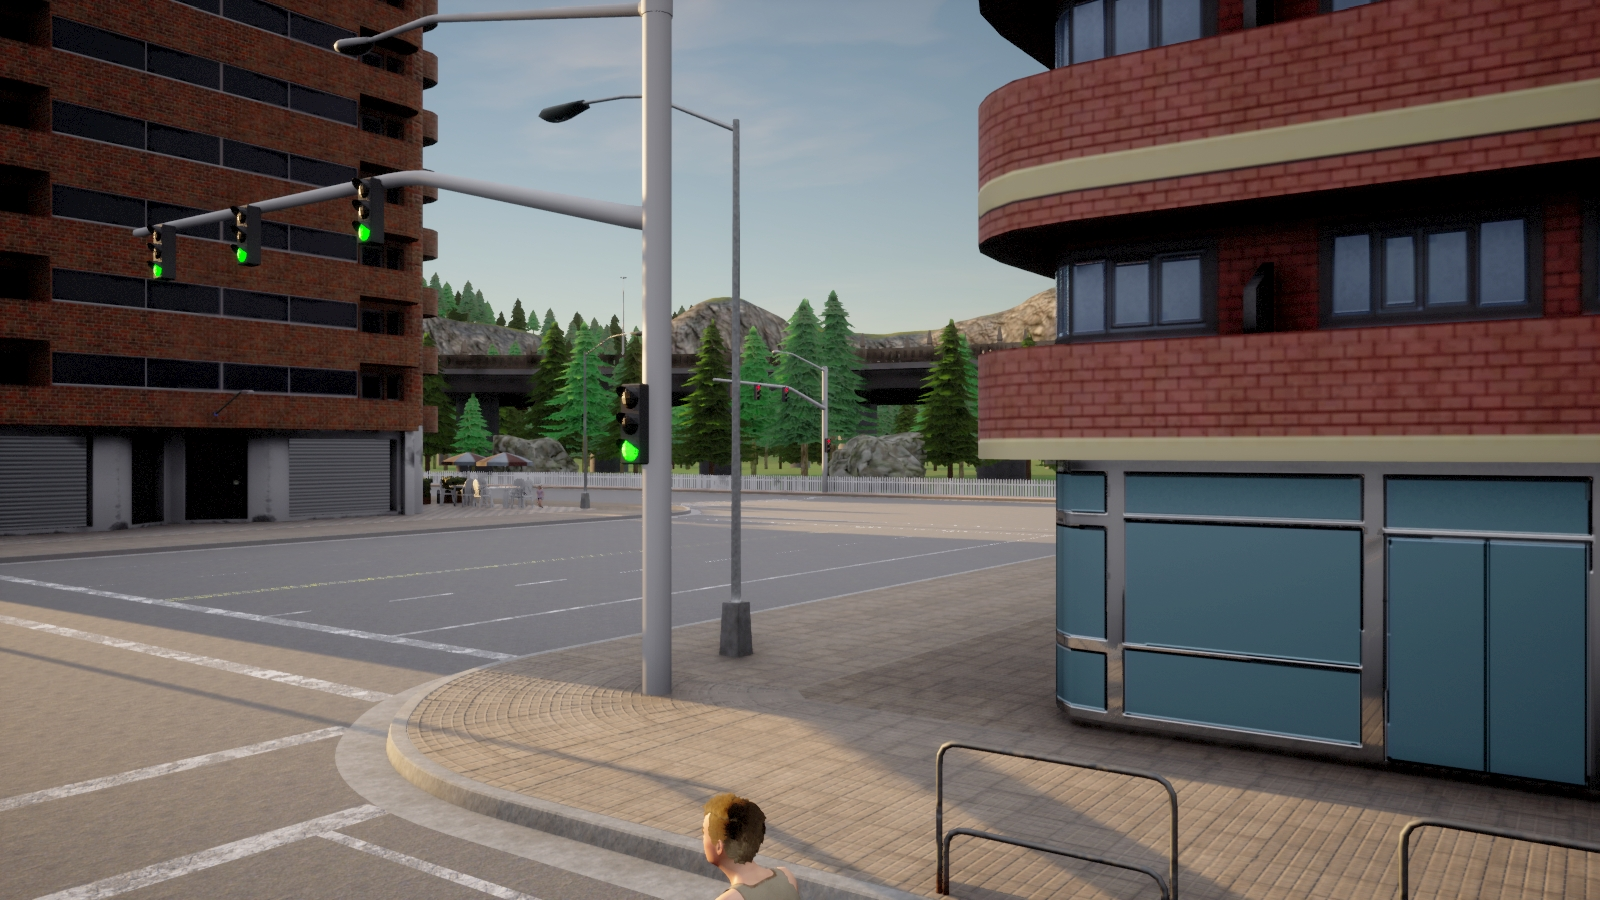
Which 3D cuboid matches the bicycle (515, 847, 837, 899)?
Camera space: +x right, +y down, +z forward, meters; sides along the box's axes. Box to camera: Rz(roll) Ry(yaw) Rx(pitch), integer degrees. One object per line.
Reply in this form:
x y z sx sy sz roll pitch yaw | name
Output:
-0.301 2.233 4.022 1.487 1.126 0.859 0 0 35 | bicycle

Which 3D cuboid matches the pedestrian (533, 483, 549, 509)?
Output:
-11.315 2.022 49.911 0.500 1.100 0.500 0 0 24 | pedestrian
